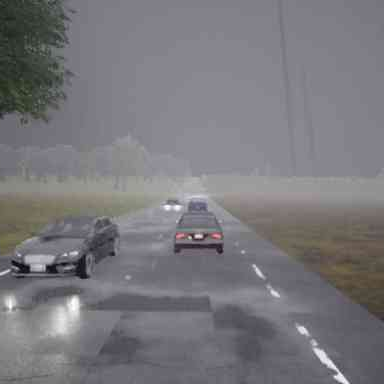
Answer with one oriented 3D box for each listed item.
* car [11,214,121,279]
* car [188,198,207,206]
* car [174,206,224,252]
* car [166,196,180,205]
[{"bbox_3d":[-3.493,1.464,10.062,2.128,1.511,4.902,0,0,1],"label":"car"},{"bbox_3d":[0.567,1.327,34.831,1.882,1.535,5.008,0,0,1],"label":"car"},{"bbox_3d":[0.259,1.510,13.583,2.033,1.411,5.357,0,0,1],"label":"car"},{"bbox_3d":[-2.873,1.277,51.074,1.895,1.301,4.718,0,1,1],"label":"car"}]
